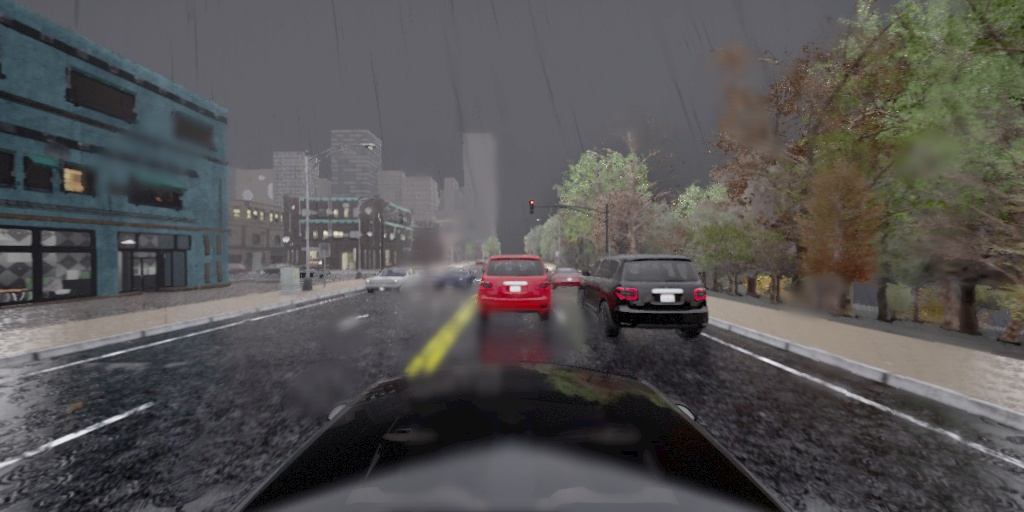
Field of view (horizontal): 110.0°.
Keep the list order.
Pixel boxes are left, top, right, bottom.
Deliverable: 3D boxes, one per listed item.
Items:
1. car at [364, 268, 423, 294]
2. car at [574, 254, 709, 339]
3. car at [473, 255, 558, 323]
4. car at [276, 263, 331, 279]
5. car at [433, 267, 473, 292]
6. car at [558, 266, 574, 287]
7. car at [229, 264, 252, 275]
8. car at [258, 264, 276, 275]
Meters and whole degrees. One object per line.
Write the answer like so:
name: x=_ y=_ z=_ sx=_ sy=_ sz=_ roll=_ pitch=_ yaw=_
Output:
car: x=-6.548 y=1.354 z=20.261 sx=1.895 sy=1.301 sz=4.718 roll=0 pitch=0 yaw=1
car: x=3.344 y=0.974 z=10.218 sx=2.150 sy=2.045 sz=5.566 roll=0 pitch=0 yaw=2
car: x=0.105 y=0.974 z=12.349 sx=2.150 sy=2.045 sz=5.566 roll=0 pitch=0 yaw=0
car: x=-19.929 y=1.572 z=34.812 sx=4.313 sy=1.339 sz=1.948 roll=0 pitch=0 yaw=0
car: x=-3.291 y=1.354 z=21.146 sx=1.895 sy=1.301 sz=4.718 roll=0 pitch=0 yaw=1
car: x=3.364 y=1.317 z=22.972 sx=1.994 sy=1.385 sz=4.181 roll=0 pitch=0 yaw=0
car: x=-33.792 y=1.664 z=43.339 sx=4.207 sy=1.307 sz=1.802 roll=0 pitch=0 yaw=0
car: x=-28.257 y=1.569 z=43.329 sx=4.403 sy=1.370 sz=2.007 roll=0 pitch=0 yaw=0
